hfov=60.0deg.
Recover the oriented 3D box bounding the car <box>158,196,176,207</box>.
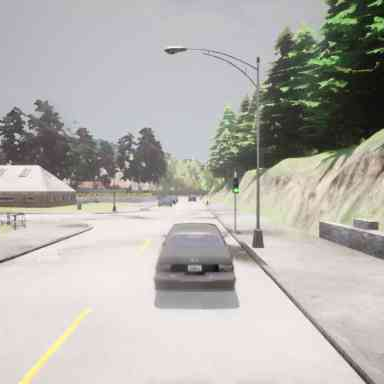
[{"bbox_3d":[-4.024,1.564,51.053,1.994,1.385,4.181,0,0,0],"label":"car"}]

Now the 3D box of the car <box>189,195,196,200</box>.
[{"bbox_3d":[0.120,1.408,86.044,1.812,1.442,4.674,0,0,0],"label":"car"}]

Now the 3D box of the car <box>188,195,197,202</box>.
[{"bbox_3d":[0.106,1.516,75.684,2.128,1.511,4.902,0,0,0],"label":"car"}]

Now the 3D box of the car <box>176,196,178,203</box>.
[{"bbox_3d":[-3.980,1.478,61.056,1.882,1.535,5.008,0,0,1],"label":"car"}]

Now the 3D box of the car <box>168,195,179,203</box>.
[{"bbox_3d":[-3.900,1.525,71.148,2.128,1.511,4.902,0,0,0],"label":"car"}]

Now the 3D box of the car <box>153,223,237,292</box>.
[{"bbox_3d":[0.072,1.548,9.079,2.033,1.411,5.357,0,0,0],"label":"car"}]
